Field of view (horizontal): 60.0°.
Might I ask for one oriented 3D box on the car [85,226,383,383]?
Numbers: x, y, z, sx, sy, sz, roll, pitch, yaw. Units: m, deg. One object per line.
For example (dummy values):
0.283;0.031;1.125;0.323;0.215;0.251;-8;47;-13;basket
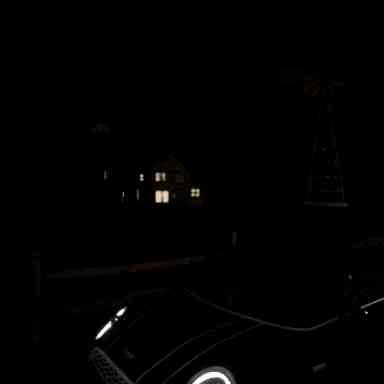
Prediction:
1.153;1.368;3.903;4.553;1.767;2.097;0;0;-36;car
